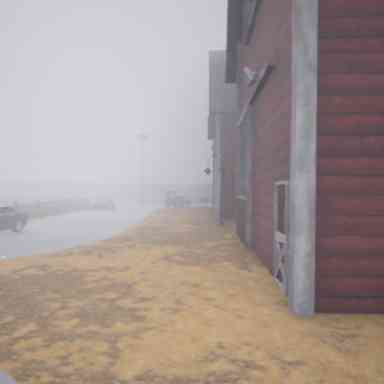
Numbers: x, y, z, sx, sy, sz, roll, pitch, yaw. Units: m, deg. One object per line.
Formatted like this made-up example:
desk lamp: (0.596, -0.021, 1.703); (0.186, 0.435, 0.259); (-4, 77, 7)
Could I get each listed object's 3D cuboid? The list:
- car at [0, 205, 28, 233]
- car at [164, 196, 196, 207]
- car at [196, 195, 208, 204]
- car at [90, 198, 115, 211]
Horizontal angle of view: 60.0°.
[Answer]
car: (-10.314, 1.408, 16.484); (1.837, 1.490, 4.892); (1, 1, 10)
car: (-2.075, 1.366, 49.689); (1.837, 1.490, 4.892); (1, 0, 39)
car: (1.493, 1.366, 59.044); (1.837, 1.490, 4.892); (1, 0, -12)
car: (-9.895, 1.358, 37.312); (1.812, 1.442, 4.674); (1, 0, 0)
